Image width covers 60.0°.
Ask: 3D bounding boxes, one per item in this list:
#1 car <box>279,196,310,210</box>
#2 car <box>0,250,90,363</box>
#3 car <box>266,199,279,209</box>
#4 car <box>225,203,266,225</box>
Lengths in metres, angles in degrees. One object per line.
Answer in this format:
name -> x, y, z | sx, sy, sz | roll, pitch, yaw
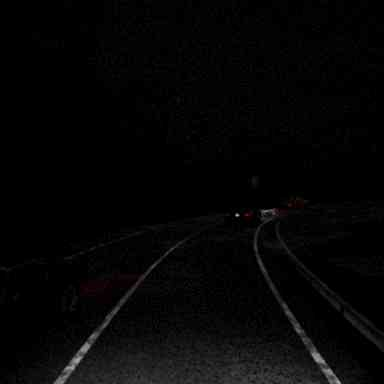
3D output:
car -> 12.733, 1.269, 40.310 | 1.882, 1.535, 5.008 | -4, -2, 37
car -> -3.142, 1.608, 4.644 | 1.895, 1.301, 4.718 | 0, 0, 3
car -> 11.004, 1.576, 43.818 | 1.895, 1.301, 4.718 | -4, -2, 39
car -> 3.672, 1.502, 23.393 | 2.033, 1.411, 5.357 | -2, 0, 19
